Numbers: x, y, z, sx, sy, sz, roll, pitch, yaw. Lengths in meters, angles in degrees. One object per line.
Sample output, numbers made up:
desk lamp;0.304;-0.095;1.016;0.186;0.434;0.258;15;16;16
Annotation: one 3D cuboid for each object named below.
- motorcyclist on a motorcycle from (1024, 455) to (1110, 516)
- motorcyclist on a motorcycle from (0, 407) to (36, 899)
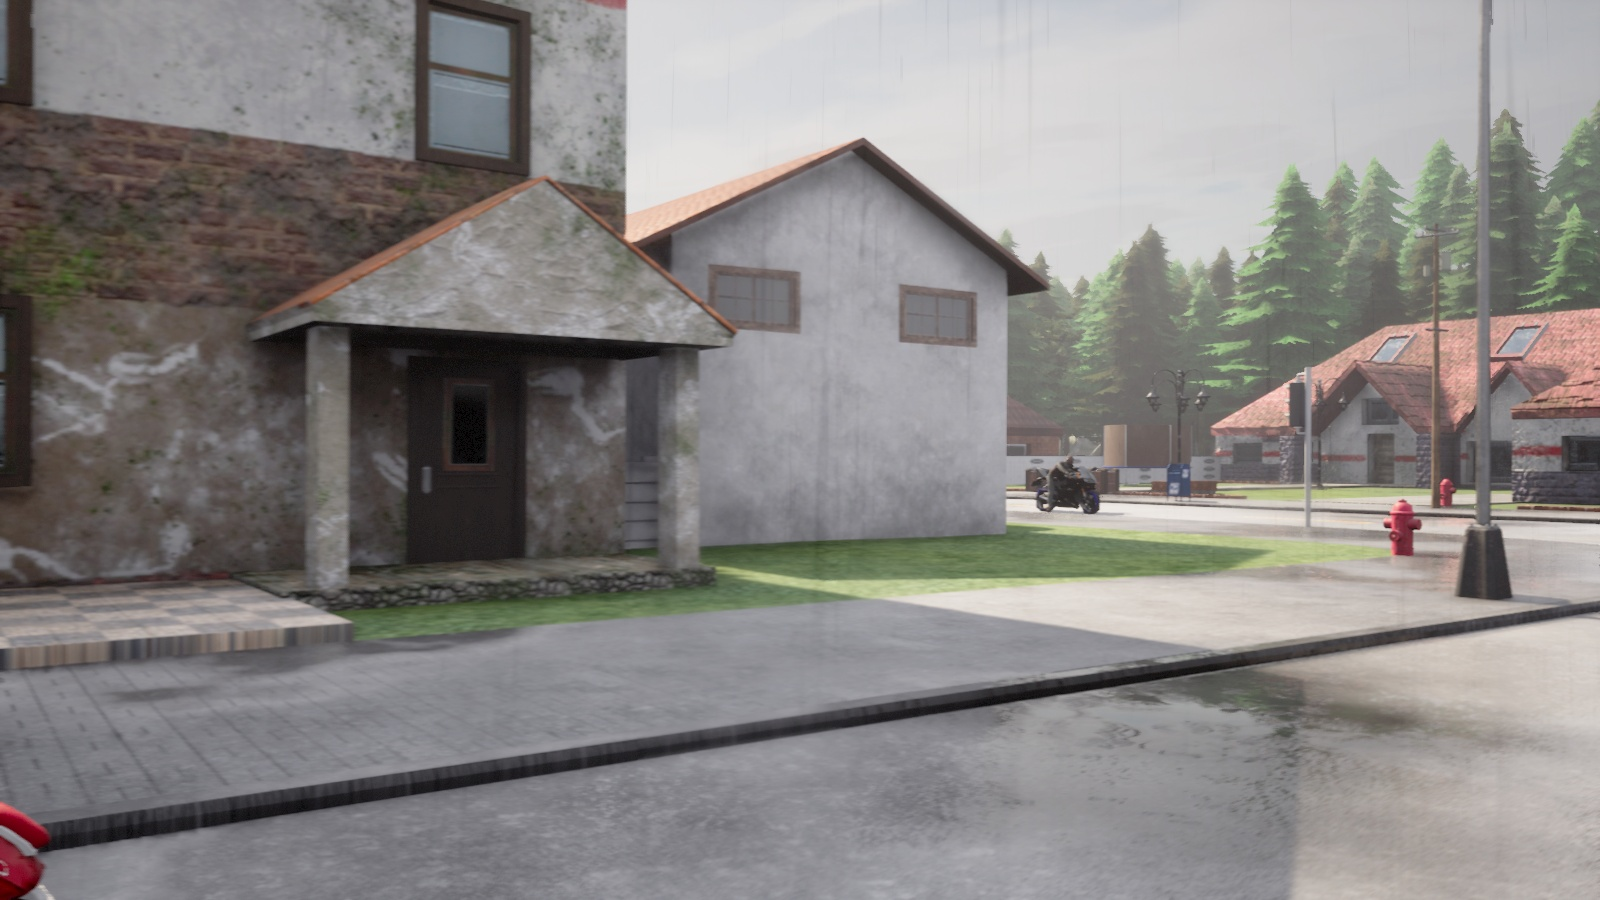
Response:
motorcyclist on a motorcycle;6.898;0.885;32.554;0.866;1.530;2.191;0;0;-35
motorcyclist on a motorcycle;-2.588;0.709;2.455;1.817;1.590;0.866;0;0;-35
